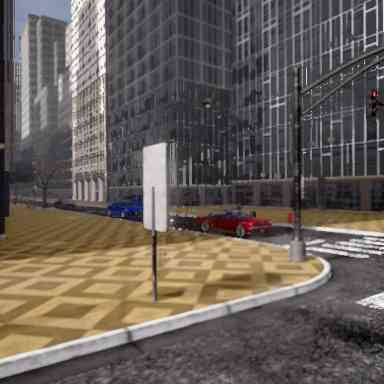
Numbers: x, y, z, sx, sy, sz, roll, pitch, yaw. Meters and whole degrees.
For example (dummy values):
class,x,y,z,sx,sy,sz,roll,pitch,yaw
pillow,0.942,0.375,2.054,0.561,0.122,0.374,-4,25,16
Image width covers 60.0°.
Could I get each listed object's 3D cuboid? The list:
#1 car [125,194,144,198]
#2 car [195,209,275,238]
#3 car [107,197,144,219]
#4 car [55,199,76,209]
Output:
class,x,y,z,sx,sy,sz,roll,pitch,yaw
car,-6.332,1.277,36.223,2.150,2.045,5.566,-1,0,-35
car,2.267,1.662,18.500,1.895,1.301,4.718,-1,0,-35
car,-6.149,1.559,30.422,1.882,1.535,5.008,-1,0,-35
car,-18.205,1.658,47.666,2.033,1.411,5.357,-1,0,-35
